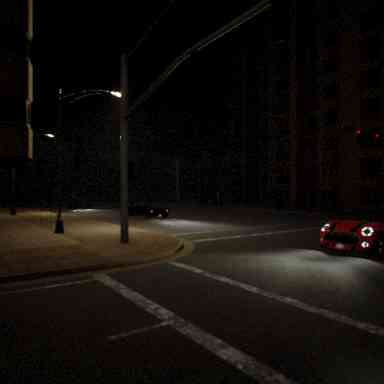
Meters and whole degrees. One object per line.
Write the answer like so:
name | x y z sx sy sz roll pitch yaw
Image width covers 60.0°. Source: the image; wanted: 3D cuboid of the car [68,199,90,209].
car | -15.162 1.588 44.477 1.994 1.385 4.181 0 0 -36

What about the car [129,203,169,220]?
car | -3.879 1.613 28.741 1.895 1.301 4.718 0 0 -36

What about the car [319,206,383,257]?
car | 7.106 1.360 13.191 4.553 1.767 2.097 0 0 -35
